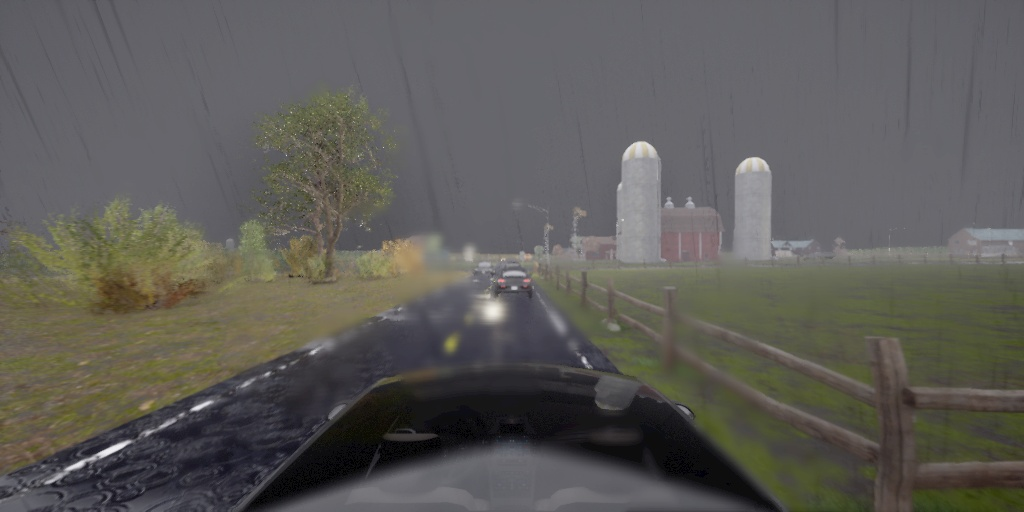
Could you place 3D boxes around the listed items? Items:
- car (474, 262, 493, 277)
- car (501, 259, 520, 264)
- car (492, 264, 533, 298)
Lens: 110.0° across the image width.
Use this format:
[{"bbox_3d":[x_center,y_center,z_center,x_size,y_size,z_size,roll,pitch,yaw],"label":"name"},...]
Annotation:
[{"bbox_3d":[-2.794,1.337,37.483,1.812,1.442,4.674,0,0,0],"label":"car"},{"bbox_3d":[0.110,1.307,33.508,1.837,1.490,4.892,0,0,0],"label":"car"},{"bbox_3d":[0.107,1.302,18.509,1.812,1.442,4.674,0,-1,0],"label":"car"}]
